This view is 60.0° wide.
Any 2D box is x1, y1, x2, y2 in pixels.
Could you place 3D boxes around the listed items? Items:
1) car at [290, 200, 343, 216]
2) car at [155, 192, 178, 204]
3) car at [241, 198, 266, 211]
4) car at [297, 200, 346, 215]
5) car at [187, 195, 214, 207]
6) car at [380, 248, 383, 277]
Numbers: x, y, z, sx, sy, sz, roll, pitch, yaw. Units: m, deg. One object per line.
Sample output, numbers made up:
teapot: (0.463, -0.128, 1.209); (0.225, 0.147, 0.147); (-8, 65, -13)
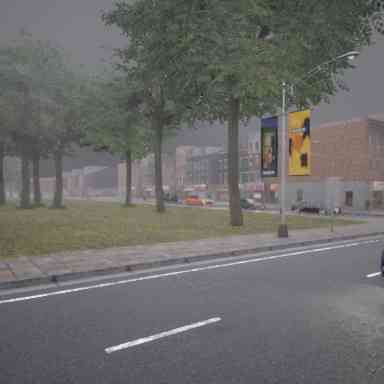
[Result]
car: (12.213, 1.568, 33.265); (2.128, 1.511, 4.902); (1, 0, -36)
car: (-4.767, 1.096, 62.089); (2.150, 2.045, 5.566); (1, 0, -36)
car: (6.883, 1.519, 40.721); (1.812, 1.442, 4.674); (1, 0, -36)
car: (13.845, 1.612, 35.865); (1.812, 1.442, 4.674); (1, 0, -35)
car: (1.161, 1.273, 48.743); (2.097, 1.767, 4.553); (1, 0, -35)
car: (6.851, 1.387, 8.595); (4.553, 1.767, 2.097); (1, 0, -36)
